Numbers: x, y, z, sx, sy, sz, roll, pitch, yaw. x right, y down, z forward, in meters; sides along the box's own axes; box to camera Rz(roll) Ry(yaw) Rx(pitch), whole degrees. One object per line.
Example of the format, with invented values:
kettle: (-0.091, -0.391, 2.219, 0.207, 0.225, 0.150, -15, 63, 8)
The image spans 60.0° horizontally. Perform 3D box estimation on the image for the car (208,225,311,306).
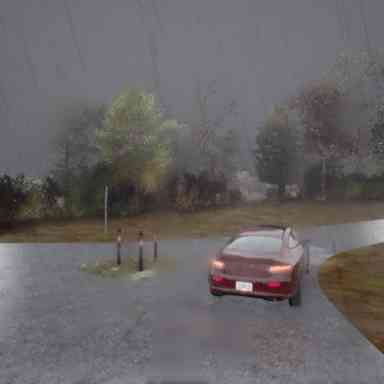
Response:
car: (1.801, 1.522, 8.084, 1.812, 1.442, 4.674, 0, 0, 22)
